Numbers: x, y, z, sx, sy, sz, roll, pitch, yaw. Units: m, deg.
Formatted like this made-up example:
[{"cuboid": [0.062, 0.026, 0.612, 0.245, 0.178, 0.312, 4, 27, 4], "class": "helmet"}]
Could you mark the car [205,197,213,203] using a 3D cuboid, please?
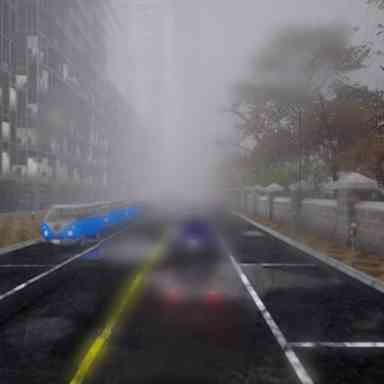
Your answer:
[{"cuboid": [4.212, 1.877, 81.128, 1.837, 1.490, 4.892, 0, 0, 2], "class": "car"}]

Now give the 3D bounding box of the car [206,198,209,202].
[{"cuboid": [3.087, 1.761, 43.341, 1.947, 1.339, 4.313, 0, 0, 1], "class": "car"}]

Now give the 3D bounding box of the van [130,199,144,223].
[{"cuboid": [-5.198, 1.458, 26.304, 1.690, 1.788, 3.998, 0, 0, 0], "class": "van"}]

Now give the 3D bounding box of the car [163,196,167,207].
[{"cuboid": [-4.695, 1.797, 54.445, 2.008, 1.369, 4.403, 0, 0, 1], "class": "car"}]

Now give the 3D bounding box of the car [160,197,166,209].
[{"cuboid": [-4.942, 1.745, 43.192, 2.008, 1.369, 4.403, 0, 0, 1], "class": "car"}]

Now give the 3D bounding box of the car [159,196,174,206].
[{"cuboid": [-4.546, 1.587, 60.074, 2.192, 1.841, 5.009, 0, 0, 2], "class": "car"}]

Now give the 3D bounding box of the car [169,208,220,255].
[{"cuboid": [0.090, 1.587, 13.492, 1.812, 1.442, 4.674, 0, -1, 1], "class": "car"}]

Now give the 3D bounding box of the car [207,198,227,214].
[{"cuboid": [2.988, 1.714, 37.696, 1.887, 1.381, 4.507, 0, 0, 1], "class": "car"}]

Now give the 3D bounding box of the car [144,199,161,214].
[{"cuboid": [-5.041, 1.734, 37.557, 1.947, 1.339, 4.313, 0, 0, 1], "class": "car"}]

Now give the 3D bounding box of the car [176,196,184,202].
[{"cuboid": [-3.338, 1.975, 93.824, 1.887, 1.381, 4.507, 0, 0, 2], "class": "car"}]

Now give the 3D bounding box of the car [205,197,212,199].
[{"cuboid": [3.203, 1.788, 48.991, 1.947, 1.339, 4.313, 0, 0, 1], "class": "car"}]

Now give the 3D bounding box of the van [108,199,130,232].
[{"cuboid": [-5.249, 1.433, 20.675, 1.690, 1.788, 3.998, 0, 0, 0], "class": "van"}]

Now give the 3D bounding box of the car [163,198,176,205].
[{"cuboid": [-4.384, 1.849, 65.707, 2.008, 1.369, 4.403, 0, 0, 2], "class": "car"}]

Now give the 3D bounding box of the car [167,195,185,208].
[{"cuboid": [-2.258, 1.587, 51.931, 2.097, 1.767, 4.553, 0, 0, 2], "class": "car"}]

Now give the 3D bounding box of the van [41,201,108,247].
[{"cuboid": [-5.288, 1.408, 15.040, 1.690, 1.788, 3.998, 0, 0, 0], "class": "van"}]

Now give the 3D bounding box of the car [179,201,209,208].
[{"cuboid": [0.207, 1.726, 28.005, 1.895, 1.301, 4.718, 0, 0, 1], "class": "car"}]
